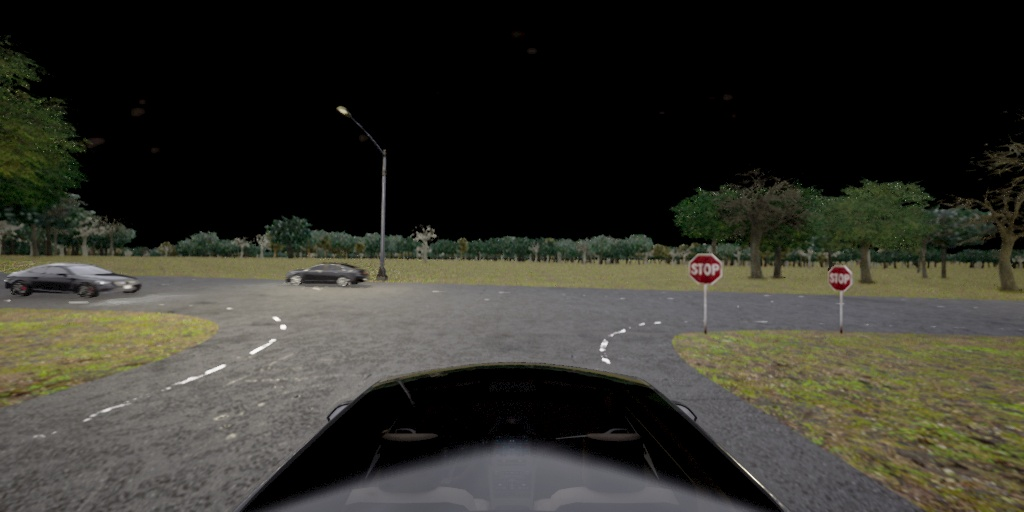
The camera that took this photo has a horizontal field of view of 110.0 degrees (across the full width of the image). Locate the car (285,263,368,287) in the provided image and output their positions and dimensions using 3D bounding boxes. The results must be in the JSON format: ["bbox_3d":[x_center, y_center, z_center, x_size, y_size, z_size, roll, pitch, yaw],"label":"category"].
[{"bbox_3d":[-11.840,1.184,23.034,4.892,1.490,1.837,2,1,0],"label":"car"}]

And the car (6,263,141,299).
[{"bbox_3d":[-19.508,1.060,16.022,4.674,1.442,1.812,2,1,0],"label":"car"}]
